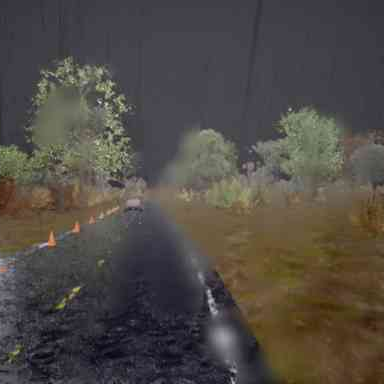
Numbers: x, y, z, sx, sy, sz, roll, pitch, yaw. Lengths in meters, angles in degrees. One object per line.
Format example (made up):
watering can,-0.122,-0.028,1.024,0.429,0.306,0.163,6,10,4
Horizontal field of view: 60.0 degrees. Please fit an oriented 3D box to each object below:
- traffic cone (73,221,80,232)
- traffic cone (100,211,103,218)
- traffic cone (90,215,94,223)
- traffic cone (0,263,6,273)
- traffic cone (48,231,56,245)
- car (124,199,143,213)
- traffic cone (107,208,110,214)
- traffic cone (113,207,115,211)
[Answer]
traffic cone,-6.643,1.973,19.202,0.340,0.580,0.340,0,0,-7
traffic cone,-7.905,1.977,29.123,0.340,0.580,0.340,0,0,-7
traffic cone,-7.274,1.975,24.162,0.340,0.580,0.340,0,0,-7
traffic cone,-5.508,1.971,9.384,0.340,0.580,0.340,0,0,-5
traffic cone,-6.014,1.972,14.250,0.340,0.580,0.340,0,0,-7
car,-6.603,1.493,37.838,1.882,1.535,5.008,0,0,-7
traffic cone,-8.536,1.980,34.083,0.340,0.580,0.340,0,0,-7
traffic cone,-9.167,1.982,39.043,0.340,0.580,0.340,0,0,-7
